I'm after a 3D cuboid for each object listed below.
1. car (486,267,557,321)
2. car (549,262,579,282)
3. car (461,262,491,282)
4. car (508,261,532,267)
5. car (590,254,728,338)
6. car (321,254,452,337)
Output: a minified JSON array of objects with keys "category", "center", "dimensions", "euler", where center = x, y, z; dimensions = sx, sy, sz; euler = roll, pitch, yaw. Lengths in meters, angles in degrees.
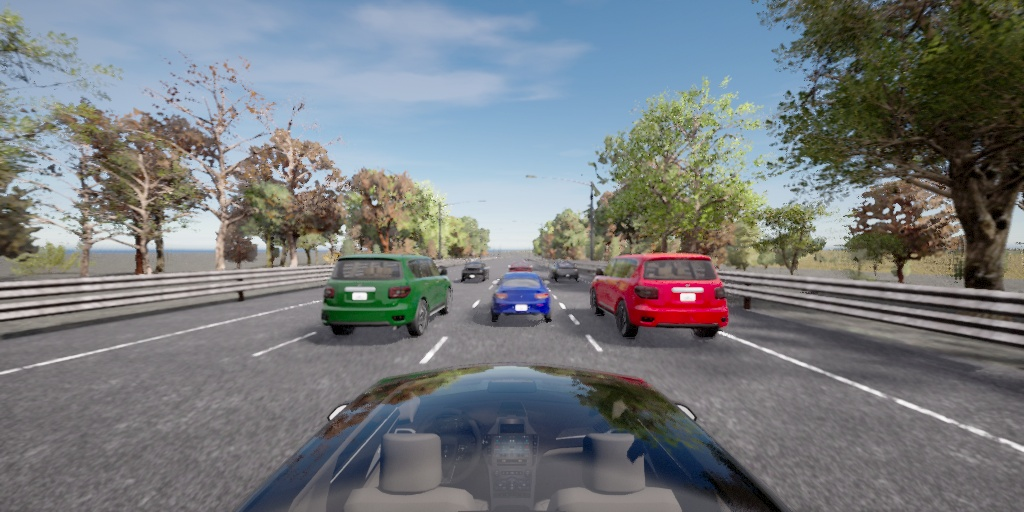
[{"category":"car","center":[0.306,1.261,12.209],"dimensions":[1.812,1.442,4.674],"euler":[0,0,1]},{"category":"car","center":[4.038,1.206,28.386],"dimensions":[2.128,1.511,4.902],"euler":[0,0,0]},{"category":"car","center":[-2.848,1.220,28.625],"dimensions":[1.837,1.490,4.892],"euler":[0,0,1]},{"category":"car","center":[0.696,1.191,30.109],"dimensions":[1.882,1.535,5.008],"euler":[0,0,1]},{"category":"car","center":[3.764,0.959,10.242],"dimensions":[2.150,2.045,5.566],"euler":[0,0,1]},{"category":"car","center":[-3.233,0.960,10.431],"dimensions":[2.150,2.045,5.566],"euler":[0,0,1]}]
